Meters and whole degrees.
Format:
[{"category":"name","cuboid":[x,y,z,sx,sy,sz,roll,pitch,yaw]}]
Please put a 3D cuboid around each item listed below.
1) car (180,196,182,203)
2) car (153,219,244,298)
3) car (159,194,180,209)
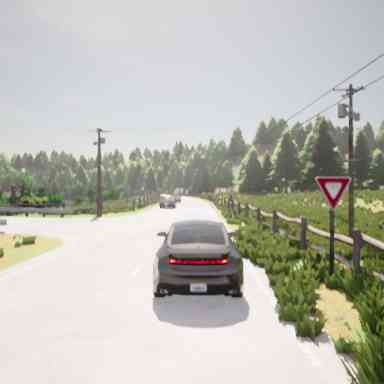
[{"category":"car","cuboid":[-2.828,1.145,57.476,1.812,1.442,4.674,0,0,0]},{"category":"car","cuboid":[0.140,1.449,8.371,1.837,1.490,4.892,0,0,1]},{"category":"car","cuboid":[-2.905,1.224,40.340,2.128,1.511,4.902,0,0,1]}]
